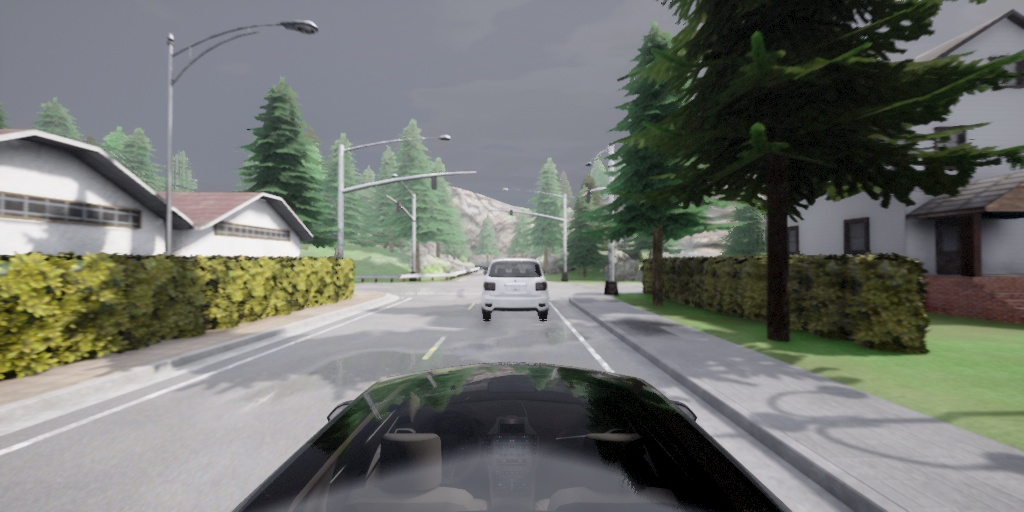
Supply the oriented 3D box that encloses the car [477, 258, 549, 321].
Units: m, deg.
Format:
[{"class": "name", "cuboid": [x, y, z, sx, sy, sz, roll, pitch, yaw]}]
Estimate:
[{"class": "car", "cuboid": [0.098, 1.119, 13.365, 2.150, 2.045, 5.566, 0, -1, 0]}]
